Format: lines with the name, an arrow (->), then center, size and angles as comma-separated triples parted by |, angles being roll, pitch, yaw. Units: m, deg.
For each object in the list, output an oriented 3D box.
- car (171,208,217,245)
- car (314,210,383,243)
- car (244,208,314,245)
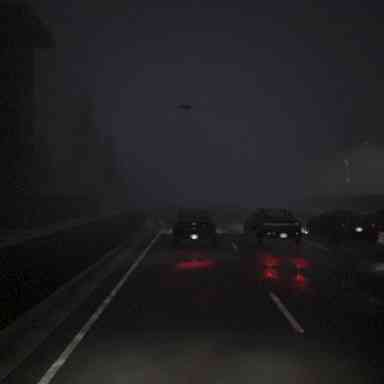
car -> 0.095, 1.504, 15.520 | 1.837, 1.490, 4.892 | 0, 0, 0
car -> 7.095, 1.562, 16.114 | 1.994, 1.385, 4.181 | 0, 0, 0
car -> 3.594, 1.490, 15.448 | 2.128, 1.511, 4.902 | 0, 0, 0
